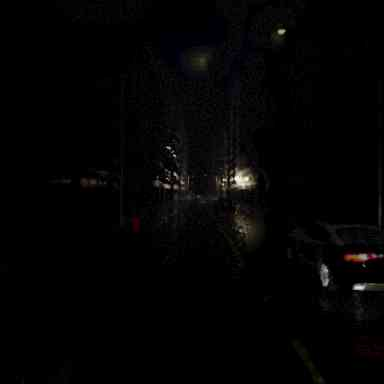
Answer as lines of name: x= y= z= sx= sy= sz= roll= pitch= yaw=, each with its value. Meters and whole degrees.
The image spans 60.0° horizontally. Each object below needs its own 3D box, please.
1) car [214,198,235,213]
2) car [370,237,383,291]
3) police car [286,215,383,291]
car: x=3.662 y=1.411 z=37.822 sx=2.097 sy=1.767 sz=4.553 roll=1 pitch=0 yaw=1
car: x=3.923 y=1.545 z=3.132 sx=1.837 sy=1.490 sz=4.892 roll=1 pitch=0 yaw=1
police car: x=4.023 y=1.470 z=9.241 sx=1.930 sy=1.638 sz=5.238 roll=1 pitch=0 yaw=1
